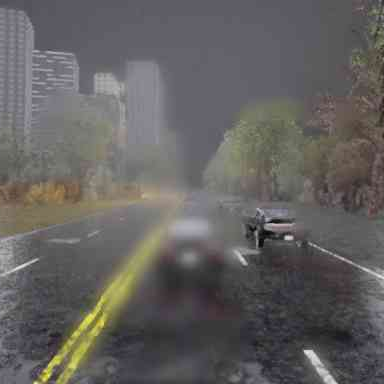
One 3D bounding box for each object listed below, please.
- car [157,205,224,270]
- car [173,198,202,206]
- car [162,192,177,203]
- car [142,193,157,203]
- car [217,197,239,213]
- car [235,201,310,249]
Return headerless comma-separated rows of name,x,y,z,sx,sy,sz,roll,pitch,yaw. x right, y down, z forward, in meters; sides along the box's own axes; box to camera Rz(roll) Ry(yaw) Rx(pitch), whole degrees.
car,-0.003,1.405,10.521,1.812,1.442,4.674,-1,2,2
car,-0.038,1.299,24.976,2.033,1.411,5.357,0,1,0
car,-3.489,0.803,52.704,2.097,1.767,4.553,0,1,0
car,-6.740,0.924,52.680,1.882,1.535,5.008,0,0,0
car,3.238,1.180,28.854,2.128,1.511,4.902,1,1,0
car,3.281,1.339,13.682,2.128,1.511,4.902,0,0,0
